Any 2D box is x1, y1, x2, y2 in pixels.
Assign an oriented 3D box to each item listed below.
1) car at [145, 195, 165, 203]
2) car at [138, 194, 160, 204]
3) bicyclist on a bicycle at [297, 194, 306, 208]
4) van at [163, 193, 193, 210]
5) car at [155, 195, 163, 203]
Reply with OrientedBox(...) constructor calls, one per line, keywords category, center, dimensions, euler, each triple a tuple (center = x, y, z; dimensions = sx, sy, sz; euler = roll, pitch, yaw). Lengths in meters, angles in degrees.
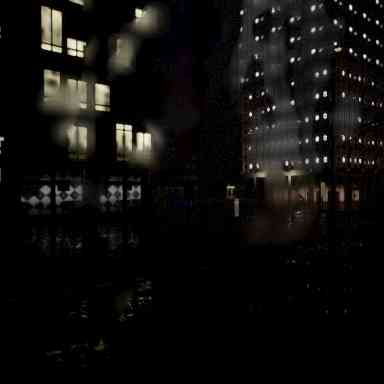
OrientedBox(category="car", center=(-7.022, 1.231, 63.245), dimensions=(1.887, 1.381, 4.507), euler=(0, 0, -34))
OrientedBox(category="car", center=(-7.846, 1.197, 59.832), dimensions=(1.882, 1.535, 5.008), euler=(-1, 1, -34))
OrientedBox(category="bicyclist on a bicycle", center=(12.874, 1.110, 39.154), dimensions=(1.656, 1.620, 0.582), euler=(-1, 1, -34))
OrientedBox(category="van", center=(-1.516, 1.205, 40.204), dimensions=(1.690, 1.788, 3.998), euler=(0, 0, -34))
OrientedBox(category="car", center=(-3.912, 1.028, 58.660), dimensions=(2.192, 1.841, 5.009), euler=(0, 0, -34))
